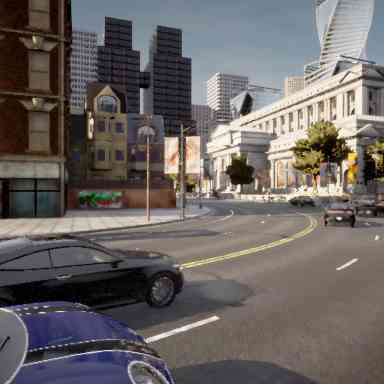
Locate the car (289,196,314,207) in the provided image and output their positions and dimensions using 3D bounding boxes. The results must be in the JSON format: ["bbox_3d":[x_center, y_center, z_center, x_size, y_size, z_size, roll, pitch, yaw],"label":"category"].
[{"bbox_3d":[16.072,1.317,49.146,2.097,1.767,4.553,0,0,-8],"label":"car"}]

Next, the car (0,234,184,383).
[{"bbox_3d":[-2.284,1.349,1.989,4.553,1.767,2.097,0,0,-33],"label":"car"}]

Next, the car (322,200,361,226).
[{"bbox_3d":[10.197,1.477,23.222,2.128,1.511,4.902,0,0,22],"label":"car"}]

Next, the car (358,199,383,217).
[{"bbox_3d":[15.935,1.487,31.575,1.837,1.490,4.892,1,0,11],"label":"car"}]

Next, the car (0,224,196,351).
[{"bbox_3d":[-2.334,1.519,6.127,4.674,1.442,1.812,0,0,-37],"label":"car"}]
